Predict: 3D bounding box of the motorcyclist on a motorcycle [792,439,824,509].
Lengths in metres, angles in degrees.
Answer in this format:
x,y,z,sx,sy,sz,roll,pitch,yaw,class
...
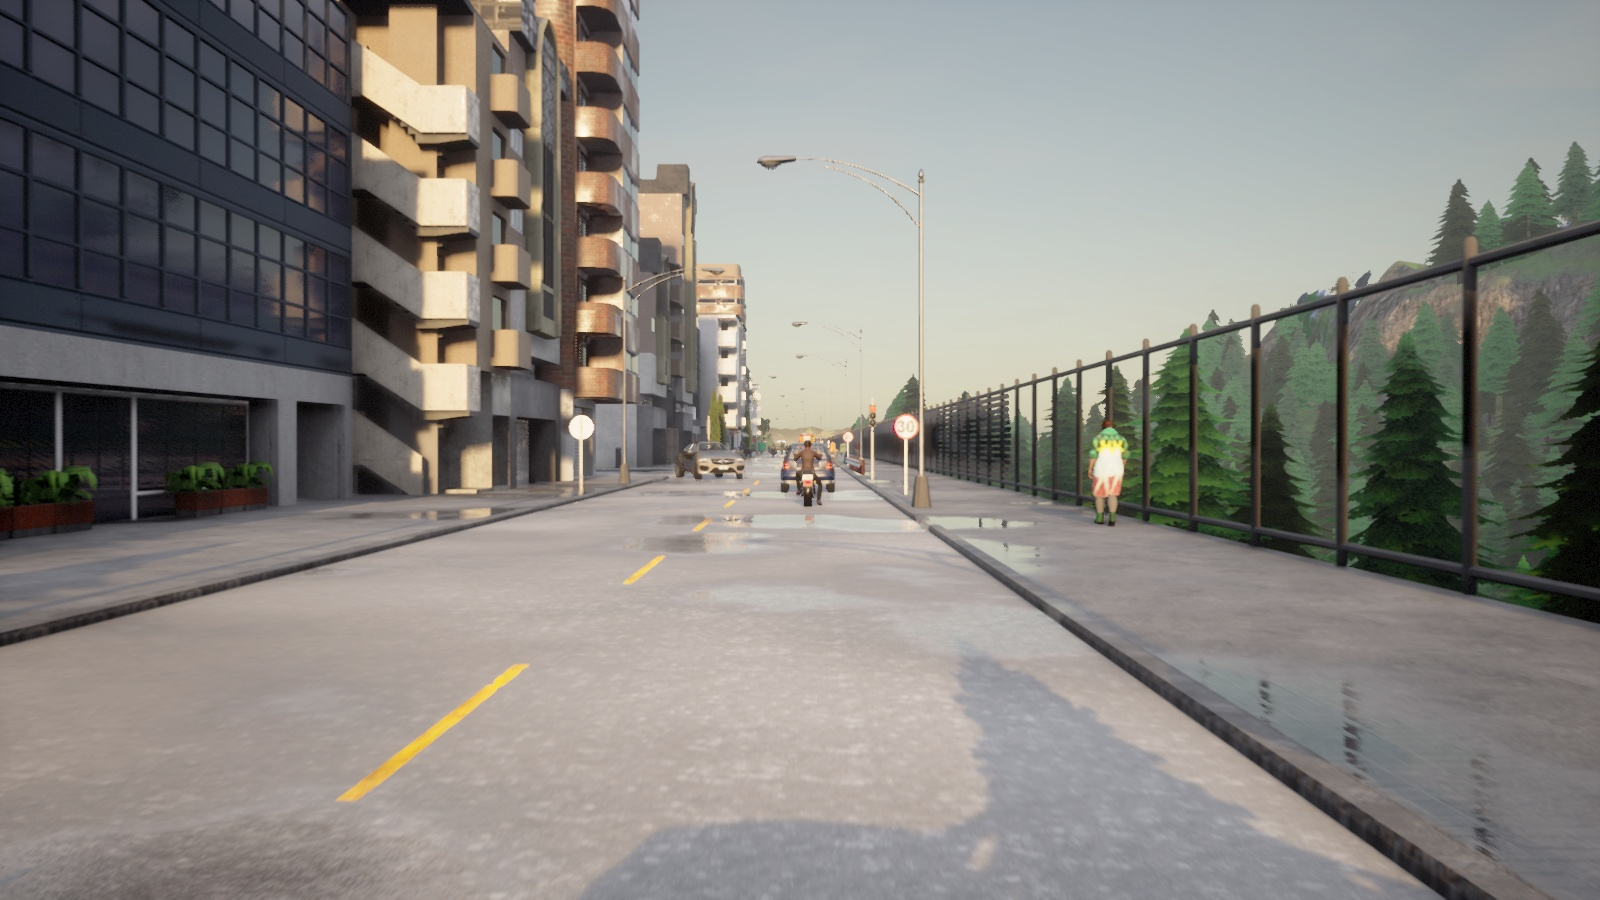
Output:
x,y,z,sx,sy,sz,roll,pitch,yaw,class
0.191,0.562,30.619,0.766,1.649,2.350,0,0,0,motorcyclist on a motorcycle

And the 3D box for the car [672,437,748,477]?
x,y,z,sx,sy,sz,roll,pitch,yaw,class
-3.992,0.280,54.907,2.152,1.651,5.027,0,0,-18,car

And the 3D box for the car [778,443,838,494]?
x,y,z,sx,sy,sz,roll,pitch,yaw,class
0.243,0.551,39.639,1.789,1.549,3.705,0,0,0,car

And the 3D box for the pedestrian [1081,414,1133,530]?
x,y,z,sx,sy,sz,roll,pitch,yaw,class
5.229,0.366,21.419,0.659,1.952,0.873,0,0,-1,pedestrian
